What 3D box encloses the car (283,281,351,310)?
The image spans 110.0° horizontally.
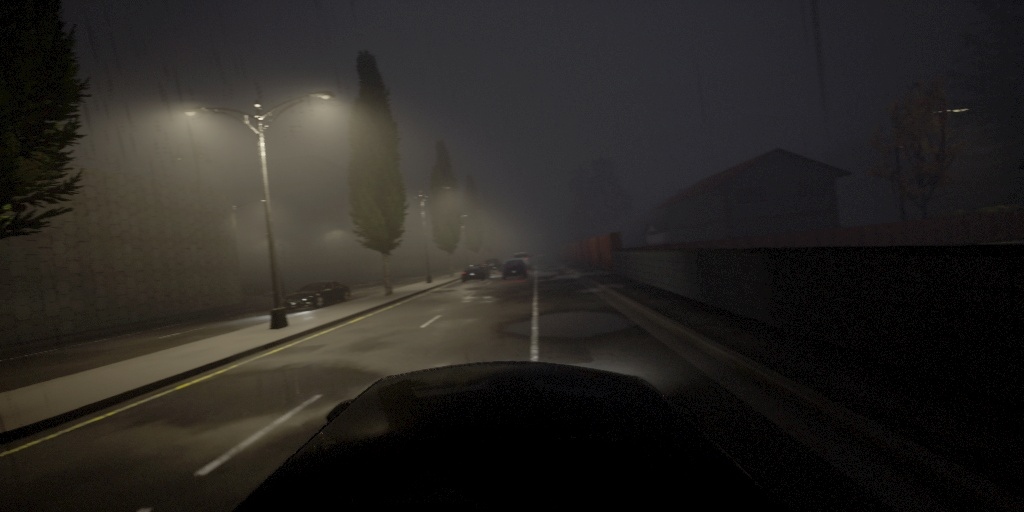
[{"bbox_3d":[-11.800,2.336,22.002,1.837,1.490,4.892,-5,0,4],"label":"car"}]

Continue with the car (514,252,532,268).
[{"bbox_3d":[1.254,0.590,44.225,2.150,2.045,5.566,-5,1,5],"label":"car"}]

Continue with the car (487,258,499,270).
[{"bbox_3d":[-2.233,1.054,44.166,2.097,1.767,4.553,-5,0,4],"label":"car"}]

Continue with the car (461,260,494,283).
[{"bbox_3d":[-3.098,1.431,31.107,1.994,1.385,4.181,-5,0,4],"label":"car"}]

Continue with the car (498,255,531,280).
[{"bbox_3d":[0.301,1.024,29.915,1.882,1.535,5.008,-5,0,4],"label":"car"}]
